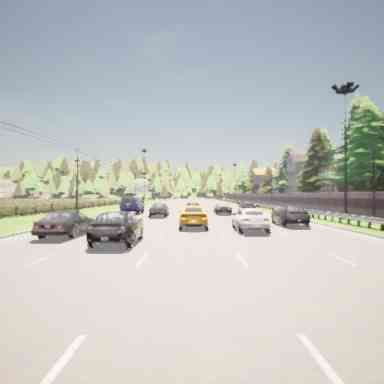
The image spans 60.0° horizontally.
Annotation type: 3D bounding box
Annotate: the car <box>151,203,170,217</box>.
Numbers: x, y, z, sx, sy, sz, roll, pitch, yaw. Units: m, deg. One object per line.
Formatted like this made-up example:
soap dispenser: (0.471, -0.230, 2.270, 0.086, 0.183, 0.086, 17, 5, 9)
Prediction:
car: (-3.394, 1.870, 34.898, 2.033, 1.411, 5.357, 0, -1, 0)

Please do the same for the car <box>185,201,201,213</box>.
car: (0.109, 1.970, 44.072, 1.994, 1.385, 4.181, 0, 0, 0)

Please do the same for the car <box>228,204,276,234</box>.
car: (3.605, 1.717, 20.714, 1.812, 1.442, 4.674, 0, 0, 0)

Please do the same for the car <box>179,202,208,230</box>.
car: (0.105, 1.691, 23.096, 1.882, 1.535, 5.008, 0, 0, 0)

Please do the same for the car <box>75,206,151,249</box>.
car: (-3.397, 1.635, 15.366, 2.128, 1.511, 4.902, 0, 0, 0)

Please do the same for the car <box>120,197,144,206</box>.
car: (-6.974, 1.584, 38.951, 2.150, 2.045, 5.566, 0, 0, 0)

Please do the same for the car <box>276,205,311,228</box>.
car: (7.106, 1.717, 24.380, 2.128, 1.511, 4.902, 0, 0, 0)

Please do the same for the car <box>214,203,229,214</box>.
car: (3.608, 1.968, 39.857, 1.895, 1.301, 4.718, 0, -1, 0)

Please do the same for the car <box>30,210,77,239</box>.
car: (-6.895, 1.717, 18.390, 2.033, 1.411, 5.357, 0, -1, 0)

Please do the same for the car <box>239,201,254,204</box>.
car: (7.109, 1.894, 43.653, 2.128, 1.511, 4.902, 0, 0, 0)
